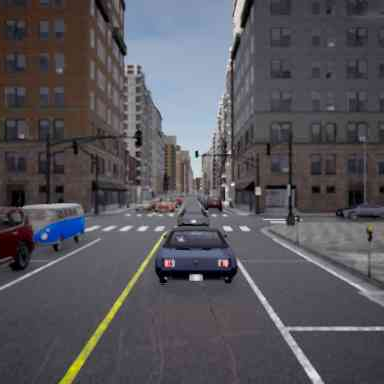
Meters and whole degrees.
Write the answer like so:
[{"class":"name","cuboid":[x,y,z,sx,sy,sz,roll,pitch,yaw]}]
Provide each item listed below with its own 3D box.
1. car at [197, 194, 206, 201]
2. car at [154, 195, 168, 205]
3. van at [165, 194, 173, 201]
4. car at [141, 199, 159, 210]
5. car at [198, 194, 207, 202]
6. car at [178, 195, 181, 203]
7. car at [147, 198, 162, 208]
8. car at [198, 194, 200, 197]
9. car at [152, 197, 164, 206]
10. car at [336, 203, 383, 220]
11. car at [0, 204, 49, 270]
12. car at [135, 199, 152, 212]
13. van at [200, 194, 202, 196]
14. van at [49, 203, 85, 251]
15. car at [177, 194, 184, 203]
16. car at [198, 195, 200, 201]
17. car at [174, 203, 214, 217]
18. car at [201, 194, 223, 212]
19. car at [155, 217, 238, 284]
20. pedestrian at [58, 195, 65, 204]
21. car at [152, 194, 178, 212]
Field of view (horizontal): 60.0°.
[{"class":"car","cuboid":[2.642,1.478,91.943,2.192,1.841,5.009,0,0,0]},{"class":"car","cuboid":[-5.875,1.449,63.678,2.192,1.841,5.009,0,0,0]},{"class":"van","cuboid":[-5.881,1.498,86.298,1.690,1.788,3.998,0,0,0]},{"class":"car","cuboid":[-5.870,1.678,46.713,1.947,1.339,4.313,0,0,0]},{"class":"car","cuboid":[2.644,1.473,86.286,2.192,1.841,5.009,0,0,0]},{"class":"car","cuboid":[-3.100,1.621,49.736,1.837,1.490,4.892,0,0,0]},{"class":"car","cuboid":[-5.872,1.645,52.198,1.752,1.417,4.829,0,0,0]},{"class":"car","cuboid":[2.649,1.666,69.486,1.752,1.417,4.829,0,0,0]},{"class":"car","cuboid":[-5.873,1.652,57.853,1.752,1.417,4.829,0,0,0]},{"class":"car","cuboid":[14.637,1.639,28.567,4.181,1.385,1.994,0,0,1]},{"class":"car","cuboid":[-5.860,1.349,8.401,2.192,1.841,5.009,0,0,0]},{"class":"car","cuboid":[-5.869,1.629,40.888,1.752,1.417,4.829,0,0,0]},{"class":"van","cuboid":[2.652,1.468,58.003,1.690,1.788,3.998,0,0,0]},{"class":"van","cuboid":[-5.862,1.396,14.042,1.690,1.788,3.998,0,0,0]},{"class":"car","cuboid":[-3.064,1.353,60.224,2.150,2.045,5.566,0,0,1]},{"class":"car","cuboid":[2.650,1.716,63.659,1.802,1.307,4.206,0,0,0]},{"class":"car","cuboid":[0.096,1.631,20.982,1.994,1.385,4.181,0,0,0]},{"class":"car","cuboid":[2.658,1.419,41.033,2.192,1.841,5.009,0,0,0]},{"class":"car","cuboid":[0.096,1.640,9.689,1.895,1.301,4.718,0,0,0]},{"class":"pedestrian","cuboid":[-12.561,1.225,32.007,0.375,1.860,0.375,0,0,1]},{"class":"car","cuboid":[-3.160,1.454,39.691,2.097,1.767,4.553,0,0,2]}]
